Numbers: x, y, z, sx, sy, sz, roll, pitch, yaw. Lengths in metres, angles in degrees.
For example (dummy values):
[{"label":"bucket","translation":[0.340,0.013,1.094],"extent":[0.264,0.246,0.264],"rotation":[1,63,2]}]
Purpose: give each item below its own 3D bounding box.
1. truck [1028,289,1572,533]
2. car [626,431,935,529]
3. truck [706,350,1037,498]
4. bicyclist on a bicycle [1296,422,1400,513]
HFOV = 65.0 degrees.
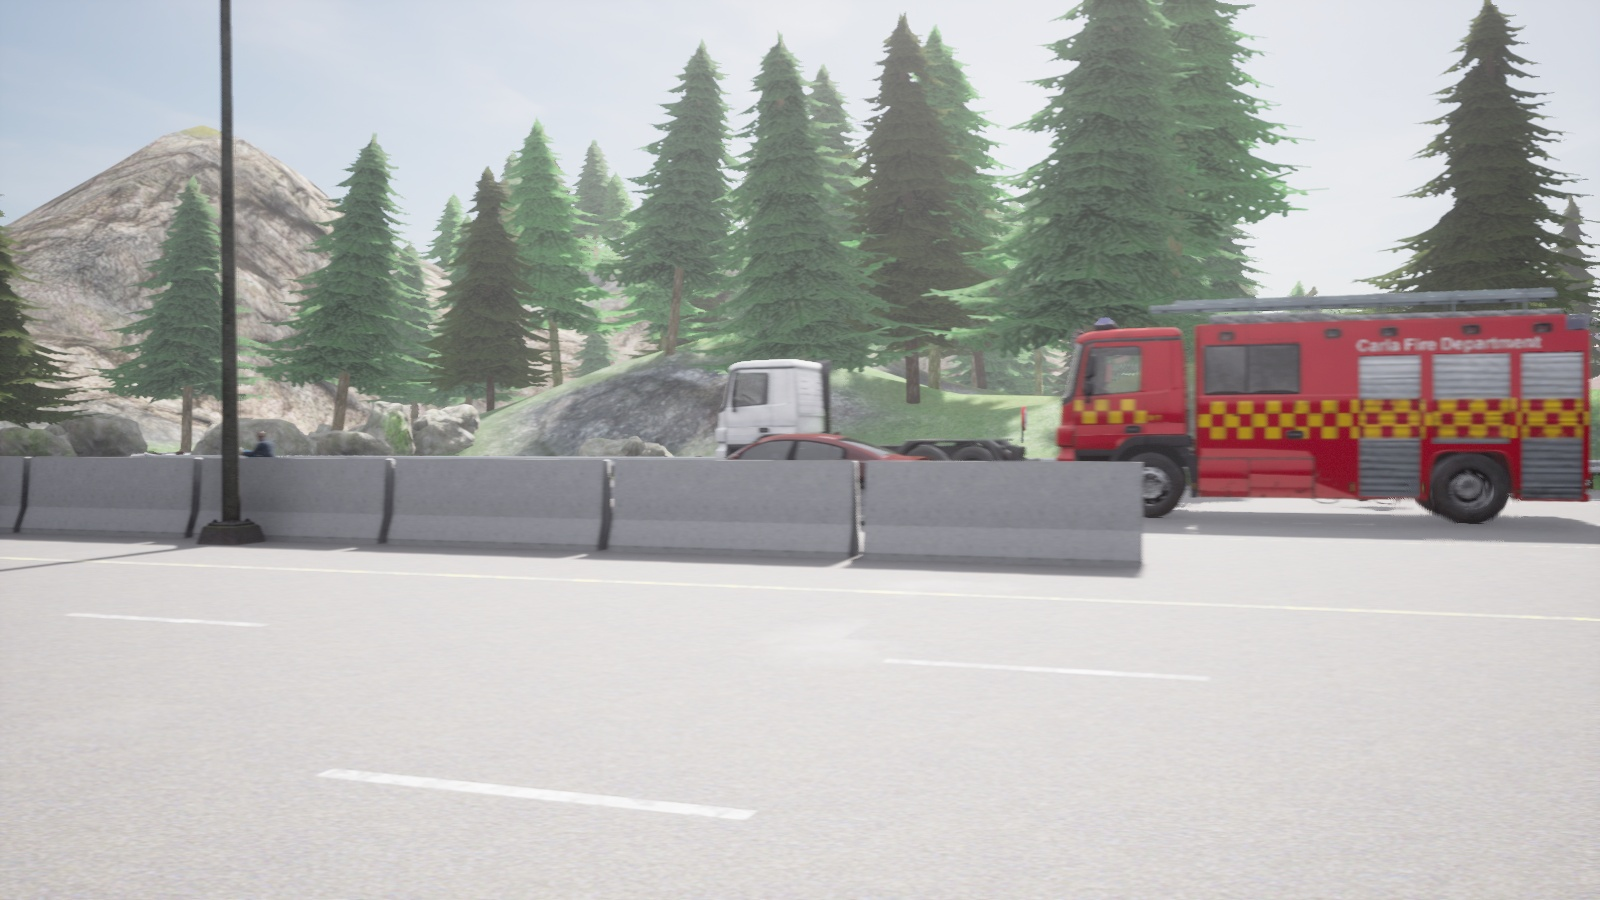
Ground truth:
[{"label":"truck","translation":[8.555,-0.666,22.453],"extent":[8.468,3.827,2.891],"rotation":[0,1,19]},{"label":"car","translation":[-0.336,0.454,21.769],"extent":[5.008,1.535,1.882],"rotation":[1,1,19]},{"label":"truck","translation":[1.840,-0.663,32.099],"extent":[7.936,3.462,2.891],"rotation":[1,1,19]},{"label":"bicyclist on a bicycle","translation":[11.025,0.333,25.329],"extent":[1.843,1.776,0.659],"rotation":[1,1,19]}]
